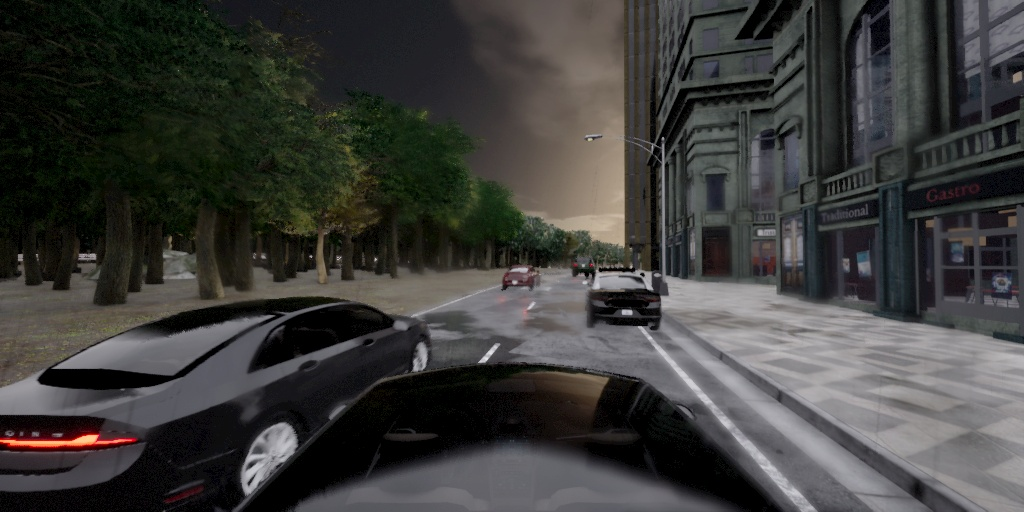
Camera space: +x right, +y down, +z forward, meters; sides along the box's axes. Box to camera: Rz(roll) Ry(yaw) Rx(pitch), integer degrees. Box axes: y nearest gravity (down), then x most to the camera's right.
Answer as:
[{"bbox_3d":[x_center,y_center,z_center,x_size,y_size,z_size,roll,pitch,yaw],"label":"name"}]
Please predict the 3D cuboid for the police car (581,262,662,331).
[{"bbox_3d":[3.267,1.165,11.262,1.930,1.638,5.238,0,0,10],"label":"police car"}]

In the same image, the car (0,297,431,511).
[{"bbox_3d":[-2.594,1.256,4.401,1.837,1.490,4.892,0,0,9],"label":"car"}]

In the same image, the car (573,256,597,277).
[{"bbox_3d":[7.481,1.081,36.921,2.150,2.045,5.566,0,-1,14],"label":"car"}]

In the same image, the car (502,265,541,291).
[{"bbox_3d":[0.629,1.270,21.796,1.812,1.442,4.674,0,0,11],"label":"car"}]
